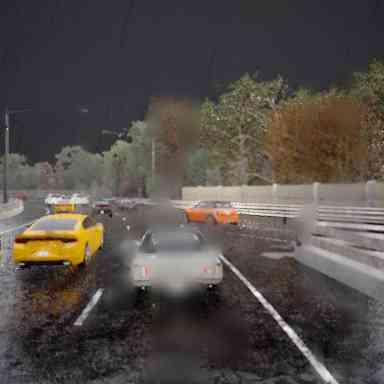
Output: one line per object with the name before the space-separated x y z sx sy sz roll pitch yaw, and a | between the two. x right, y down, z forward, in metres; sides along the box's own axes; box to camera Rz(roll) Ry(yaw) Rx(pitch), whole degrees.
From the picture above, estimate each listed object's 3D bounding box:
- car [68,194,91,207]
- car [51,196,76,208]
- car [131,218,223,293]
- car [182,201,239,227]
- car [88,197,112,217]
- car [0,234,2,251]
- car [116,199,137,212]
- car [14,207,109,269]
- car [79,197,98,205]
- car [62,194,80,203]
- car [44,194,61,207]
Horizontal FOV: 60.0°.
car | -18.520 1.329 54.049 2.150 2.045 5.566 0 0 -31
car | -13.682 1.549 35.620 1.882 1.535 5.008 0 0 -20
car | -0.512 1.618 8.929 1.895 1.301 4.718 0 0 -6
car | 1.149 1.396 23.203 2.097 1.767 4.553 0 0 -33
car | -8.866 1.569 32.368 1.837 1.490 4.892 0 0 -18
car | -7.627 1.372 9.905 2.097 1.767 4.553 0 0 -6
car | -7.923 1.570 40.087 2.128 1.511 4.902 0 0 -21
car | -4.255 1.500 11.354 1.882 1.535 5.008 0 0 -6
car | -19.300 1.612 61.760 2.128 1.511 4.902 0 0 -33
car | -25.634 1.351 70.553 2.097 1.767 4.553 0 0 -41
car | -22.456 1.330 53.896 2.150 2.045 5.566 0 0 -31
